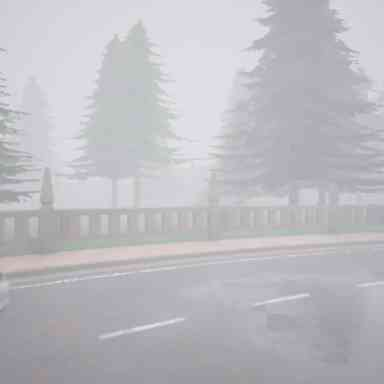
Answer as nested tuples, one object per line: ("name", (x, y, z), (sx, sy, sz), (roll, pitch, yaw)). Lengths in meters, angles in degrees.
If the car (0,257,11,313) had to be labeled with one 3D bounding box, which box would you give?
("car", (-5.059, 1.460, 4.393), (4.674, 1.442, 1.812), (0, 0, -35))
